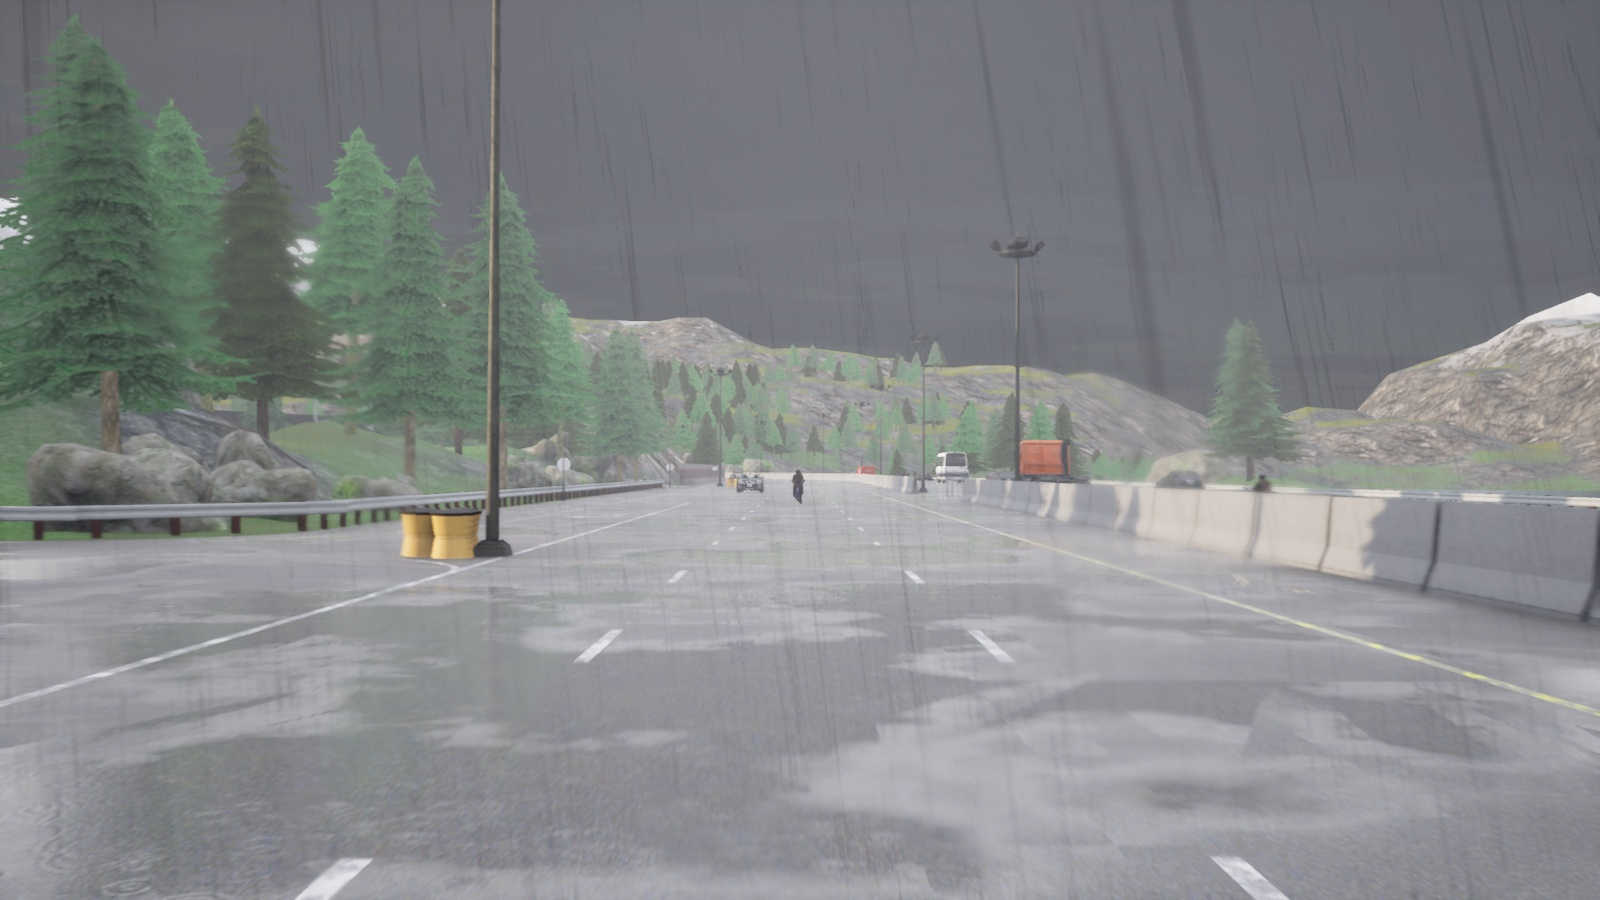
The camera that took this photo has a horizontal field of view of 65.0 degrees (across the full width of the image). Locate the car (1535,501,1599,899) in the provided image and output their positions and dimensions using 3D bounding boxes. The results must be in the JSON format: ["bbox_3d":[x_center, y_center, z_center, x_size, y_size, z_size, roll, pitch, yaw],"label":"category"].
[{"bbox_3d":[3.495,0.862,2.064,1.812,1.442,4.674,0,-1,0],"label":"car"}]

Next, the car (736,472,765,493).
[{"bbox_3d":[-3.571,2.344,91.035,1.970,1.475,3.806,0,-1,0],"label":"car"}]

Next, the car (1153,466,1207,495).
[{"bbox_3d":[24.425,1.952,80.864,2.097,1.767,4.553,0,-1,0],"label":"car"}]

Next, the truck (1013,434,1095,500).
[{"bbox_3d":[13.916,0.959,69.387,2.891,3.462,7.936,0,-1,0],"label":"truck"}]
